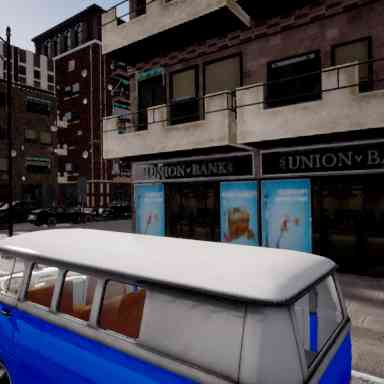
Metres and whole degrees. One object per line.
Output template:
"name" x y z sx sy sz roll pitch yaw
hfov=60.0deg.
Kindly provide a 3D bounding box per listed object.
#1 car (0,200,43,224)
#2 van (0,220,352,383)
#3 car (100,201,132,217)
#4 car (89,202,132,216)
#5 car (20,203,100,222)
"car" -13.468 1.474 25.759 2.097 1.767 4.553 -1 -1 36
"van" -0.578 1.342 3.263 3.998 1.788 1.690 0 -1 35
"car" -7.389 1.671 34.087 2.128 1.511 4.902 -1 -1 36
"car" -8.869 1.798 36.456 1.947 1.339 4.313 -2 -1 36
"car" -8.745 1.583 22.405 1.947 1.339 4.313 -2 -1 36
